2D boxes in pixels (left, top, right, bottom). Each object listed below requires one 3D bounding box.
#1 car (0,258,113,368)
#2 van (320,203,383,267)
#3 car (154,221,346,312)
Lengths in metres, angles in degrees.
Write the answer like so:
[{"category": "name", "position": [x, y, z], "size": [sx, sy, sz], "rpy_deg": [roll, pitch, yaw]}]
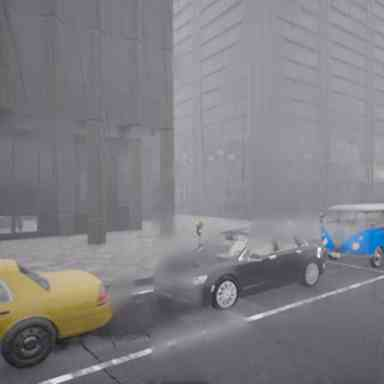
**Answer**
[{"category": "car", "position": [-3.483, 1.528, 4.172], "size": [4.829, 1.417, 1.752], "rpy_deg": [0, 0, -35]}, {"category": "van", "position": [5.849, 1.275, 10.792], "size": [3.998, 1.788, 1.690], "rpy_deg": [0, 0, -35]}, {"category": "car", "position": [1.253, 1.518, 7.531], "size": [4.403, 1.369, 2.008], "rpy_deg": [0, 0, -35]}]
